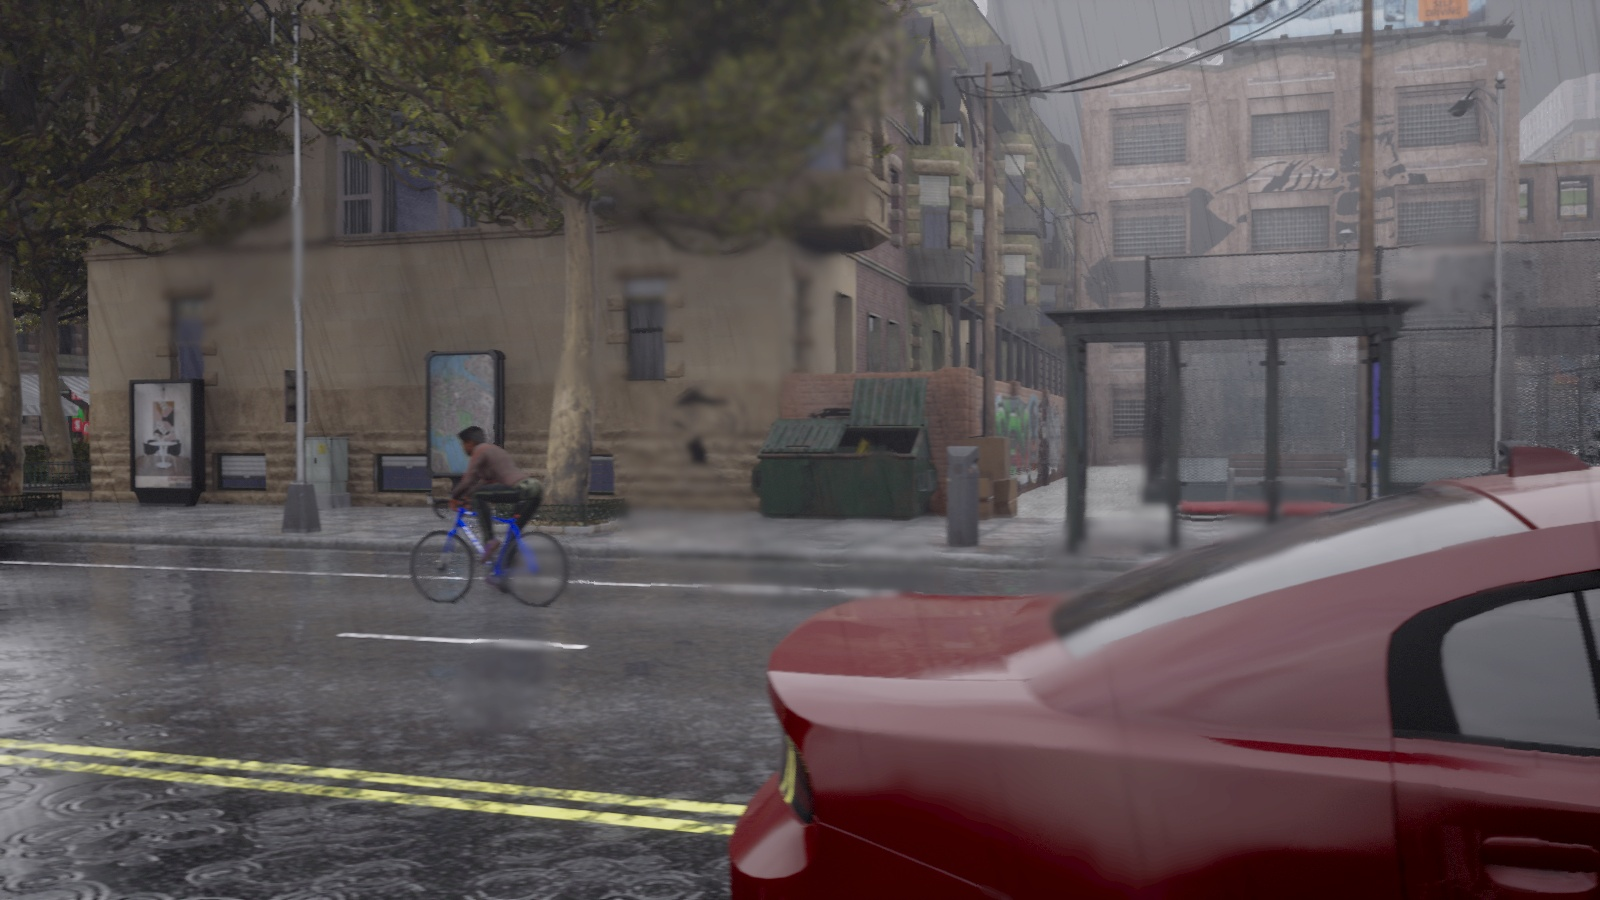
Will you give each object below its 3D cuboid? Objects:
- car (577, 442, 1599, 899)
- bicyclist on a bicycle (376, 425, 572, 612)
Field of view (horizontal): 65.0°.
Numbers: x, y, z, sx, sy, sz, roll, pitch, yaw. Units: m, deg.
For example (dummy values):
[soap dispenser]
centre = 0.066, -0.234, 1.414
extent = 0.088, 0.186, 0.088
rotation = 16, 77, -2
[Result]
[car]
centre = 2.271, 0.775, 2.419
extent = 5.008, 1.535, 1.882
rotation = 0, 1, 17
[bicyclist on a bicycle]
centre = -2.952, 0.589, 11.391
extent = 1.656, 1.620, 0.582
rotation = 0, 1, 17
